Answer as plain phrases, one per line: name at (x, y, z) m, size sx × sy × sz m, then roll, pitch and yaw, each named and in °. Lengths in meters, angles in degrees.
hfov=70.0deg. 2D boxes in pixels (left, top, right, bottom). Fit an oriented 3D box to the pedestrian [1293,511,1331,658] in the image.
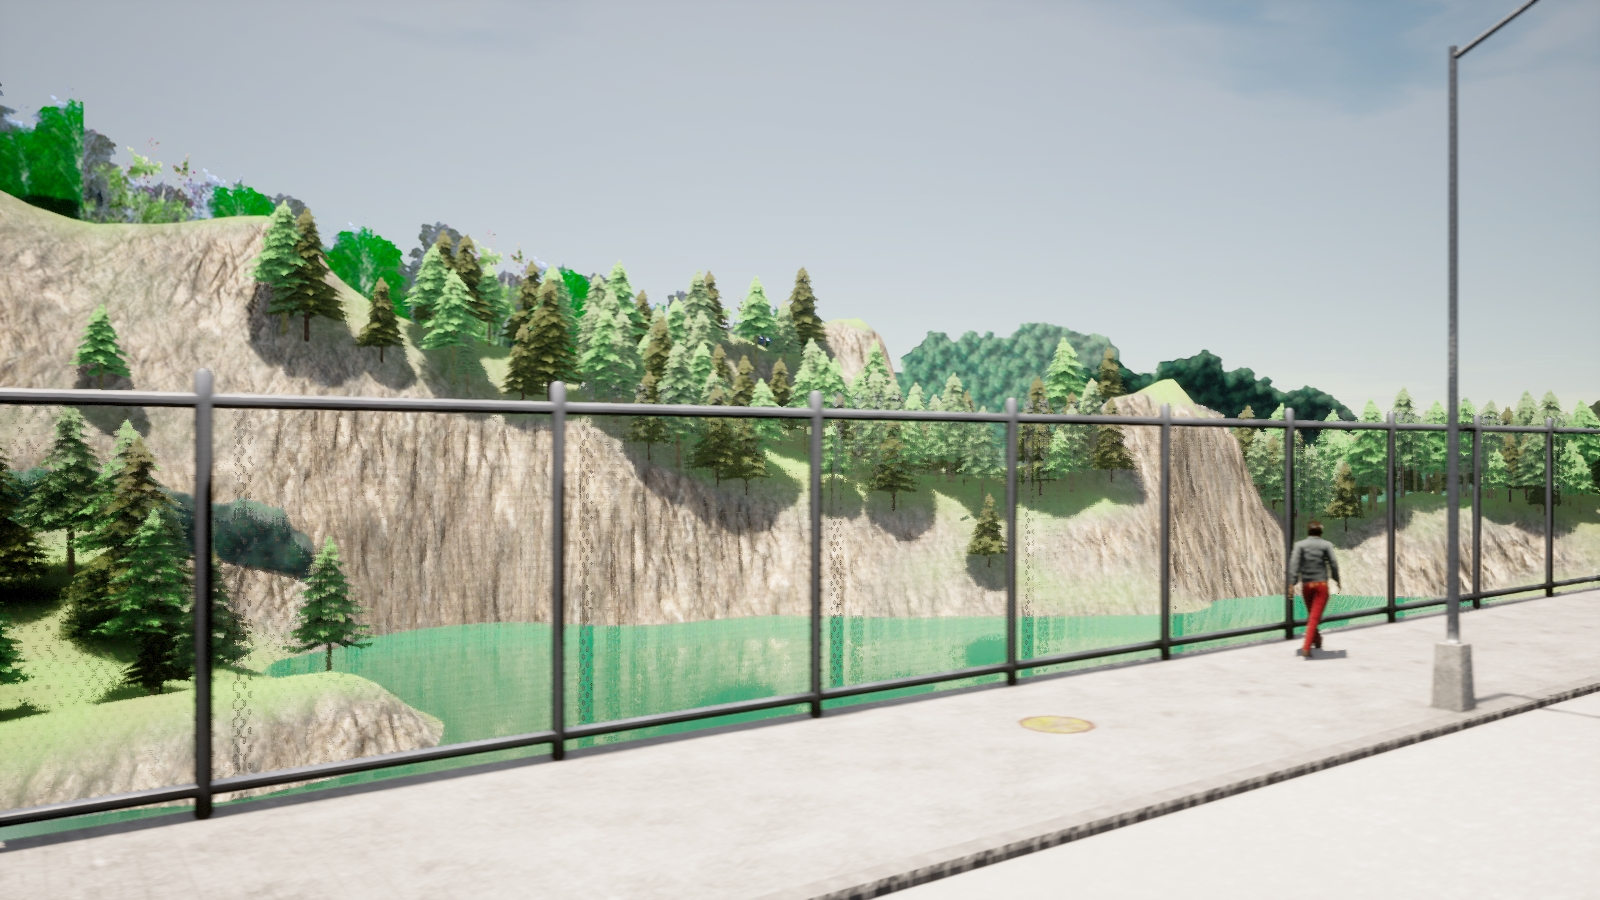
pedestrian at (6.689, 1.743, 14.921) m, size 0.375 × 1.860 × 0.375 m, roll 0°, pitch 0°, yaw 37°
